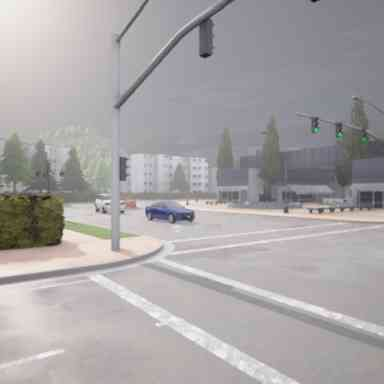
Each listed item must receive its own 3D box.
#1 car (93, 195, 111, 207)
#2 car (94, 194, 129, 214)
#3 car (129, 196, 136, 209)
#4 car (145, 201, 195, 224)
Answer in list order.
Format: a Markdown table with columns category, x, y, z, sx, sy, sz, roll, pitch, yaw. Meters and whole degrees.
| category | x | y | z | sx | sy | sz | roll | pitch | yaw |
| --- | --- | --- | --- | --- | --- | --- | --- | --- | --- |
| car | -13.998 | 1.347 | 52.079 | 2.097 | 1.767 | 4.553 | 0 | 0 | -6 |
| car | -8.844 | 1.219 | 35.637 | 2.150 | 2.045 | 5.566 | 0 | 0 | -28 |
| car | -8.996 | 1.347 | 45.968 | 2.097 | 1.767 | 4.553 | 0 | 0 | -17 |
| car | -1.743 | 1.474 | 25.416 | 1.882 | 1.535 | 5.008 | 0 | 0 | -37 |
